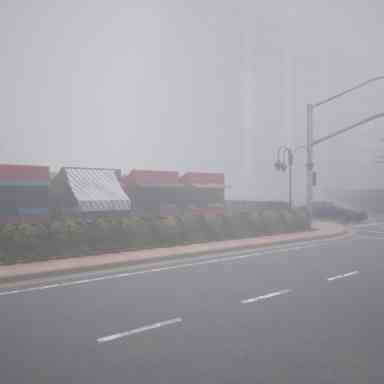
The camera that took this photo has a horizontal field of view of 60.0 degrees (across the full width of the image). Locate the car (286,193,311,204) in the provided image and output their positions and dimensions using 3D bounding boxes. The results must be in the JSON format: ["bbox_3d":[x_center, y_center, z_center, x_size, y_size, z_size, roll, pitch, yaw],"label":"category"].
[{"bbox_3d":[18.964,1.114,59.095,1.905,1.878,3.866,0,0,-36],"label":"car"}]

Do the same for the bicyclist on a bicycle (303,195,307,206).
[{"bbox_3d":[15.497,1.246,44.900,1.656,1.620,0.582,0,0,-36],"label":"bicyclist on a bicycle"}]

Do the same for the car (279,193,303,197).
[{"bbox_3d":[16.573,1.114,57.383,1.905,1.878,3.866,0,0,-36],"label":"car"}]

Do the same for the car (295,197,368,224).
[{"bbox_3d":[10.542,1.422,24.912,1.882,1.535,5.008,0,0,-30],"label":"car"}]

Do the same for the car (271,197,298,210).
[{"bbox_3d":[9.086,1.470,33.330,1.812,1.442,4.674,0,0,-36],"label":"car"}]
